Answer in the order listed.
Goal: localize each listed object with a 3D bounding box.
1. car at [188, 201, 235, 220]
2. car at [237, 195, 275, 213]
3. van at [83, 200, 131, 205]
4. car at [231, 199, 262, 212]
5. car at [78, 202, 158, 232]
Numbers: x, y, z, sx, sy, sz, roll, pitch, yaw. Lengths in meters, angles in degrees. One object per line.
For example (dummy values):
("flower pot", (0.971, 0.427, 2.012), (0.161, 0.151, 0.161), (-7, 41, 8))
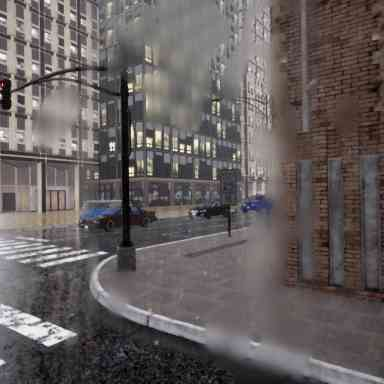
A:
("car", (1.598, 1.578, 29.626), (2.128, 1.511, 4.902), (-1, -1, 36))
("car", (7.688, 1.329, 38.121), (2.150, 2.045, 5.566), (-1, -1, 36))
("van", (-6.000, 1.460, 23.471), (1.690, 1.788, 3.998), (-2, -1, 36))
("car", (6.830, 1.688, 41.384), (1.752, 1.417, 4.829), (-2, -1, 36))
("car", (-4.482, 1.613, 21.136), (2.033, 1.411, 5.357), (-1, -1, 36))
